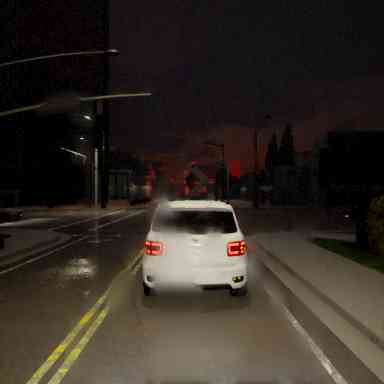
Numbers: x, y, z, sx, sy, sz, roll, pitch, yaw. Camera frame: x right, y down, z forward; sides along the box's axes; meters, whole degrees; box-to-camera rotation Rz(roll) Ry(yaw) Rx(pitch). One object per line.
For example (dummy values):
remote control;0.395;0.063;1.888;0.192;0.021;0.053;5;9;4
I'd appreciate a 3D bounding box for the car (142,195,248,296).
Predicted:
car;0.079;1.221;8.759;2.150;2.045;5.566;0;0;0

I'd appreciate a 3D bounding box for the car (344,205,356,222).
car;13.668;1.491;24.204;4.892;1.490;1.837;0;0;0

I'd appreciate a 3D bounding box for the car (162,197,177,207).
car;-3.532;1.564;52.903;1.994;1.385;4.181;0;0;0

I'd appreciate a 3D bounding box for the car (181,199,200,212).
car;-0.156;1.579;39.802;1.994;1.385;4.181;0;0;4

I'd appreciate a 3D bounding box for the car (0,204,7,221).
car;-16.781;1.657;23.966;5.357;1.411;2.033;-1;0;-3

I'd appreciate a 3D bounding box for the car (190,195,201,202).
car;0.841;1.524;78.642;1.812;1.442;4.674;0;0;12

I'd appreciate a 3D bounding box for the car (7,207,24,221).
car;-16.446;1.634;27.488;4.674;1.442;1.812;-1;0;0
